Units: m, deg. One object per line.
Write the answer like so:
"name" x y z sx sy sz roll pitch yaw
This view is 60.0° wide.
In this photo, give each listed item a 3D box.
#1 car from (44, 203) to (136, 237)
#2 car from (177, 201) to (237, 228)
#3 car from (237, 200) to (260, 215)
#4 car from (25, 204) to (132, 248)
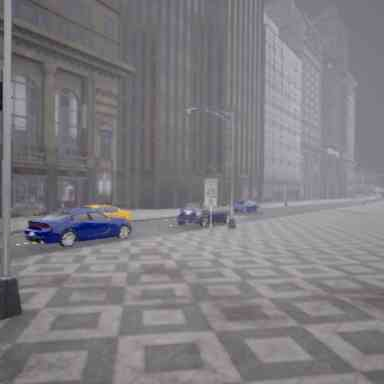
"car" -5.783 1.498 19.519 1.882 1.535 5.008 1 0 35
"car" 0.975 1.441 23.658 2.097 1.767 4.553 1 0 35
"car" 5.554 1.576 35.405 1.882 1.535 5.008 1 0 36
"car" -4.970 1.530 15.325 1.882 1.535 5.008 1 0 36
